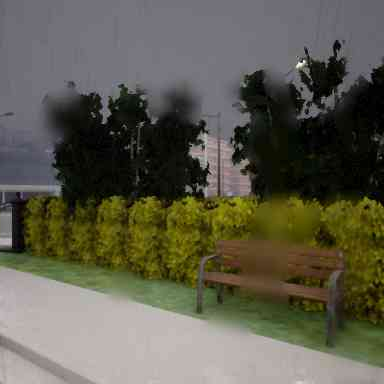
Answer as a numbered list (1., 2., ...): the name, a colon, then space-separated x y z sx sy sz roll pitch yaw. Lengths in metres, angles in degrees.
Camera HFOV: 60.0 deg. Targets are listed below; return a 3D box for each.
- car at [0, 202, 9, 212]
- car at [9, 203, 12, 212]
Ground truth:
1. car: -19.754 1.520 37.455 1.994 1.385 4.181 0 0 35
2. car: -16.616 1.480 35.837 1.812 1.442 4.674 0 0 35
